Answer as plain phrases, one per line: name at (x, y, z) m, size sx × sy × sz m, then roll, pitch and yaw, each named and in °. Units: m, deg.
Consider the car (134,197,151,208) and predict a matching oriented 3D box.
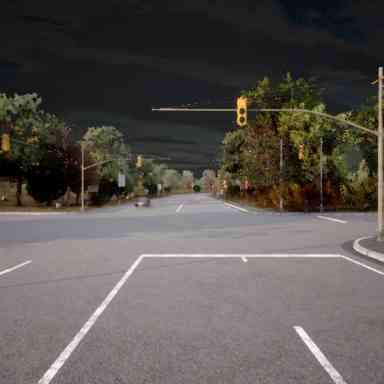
car at (-7.001, 1.494, 47.639) m, size 2.128 × 1.511 × 4.902 m, roll 0°, pitch 0°, yaw 0°
